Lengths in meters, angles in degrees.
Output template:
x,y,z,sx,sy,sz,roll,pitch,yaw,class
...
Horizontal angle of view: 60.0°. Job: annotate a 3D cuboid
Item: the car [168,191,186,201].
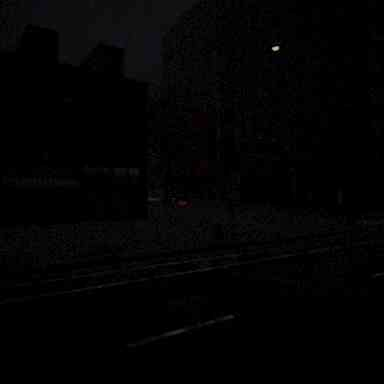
x,y,z,sx,sy,sz,roll,pitch,yaw,class
-2.842,0.560,52.907,1.837,1.490,4.892,0,3,-35,car
